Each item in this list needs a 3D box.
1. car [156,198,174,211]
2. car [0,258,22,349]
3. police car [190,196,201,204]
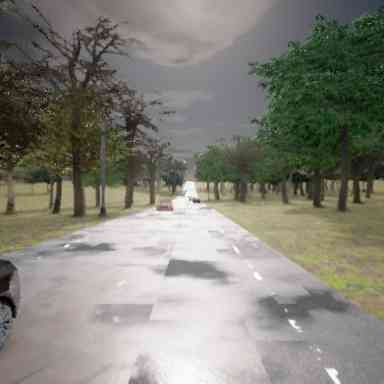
[{"bbox_3d":[-3.587,1.644,44.746,2.097,1.767,4.553,0,-1,0],"label":"car"},{"bbox_3d":[-3.600,1.488,3.278,2.128,1.511,4.902,0,0,0],"label":"car"},{"bbox_3d":[1.212,2.217,85.747,1.930,1.638,5.238,0,-1,0],"label":"police car"}]
